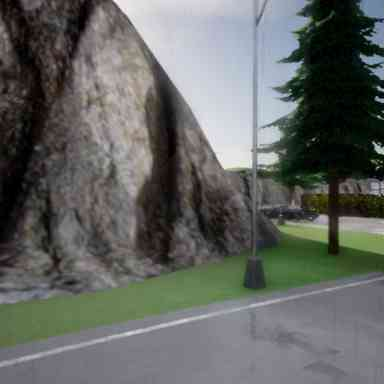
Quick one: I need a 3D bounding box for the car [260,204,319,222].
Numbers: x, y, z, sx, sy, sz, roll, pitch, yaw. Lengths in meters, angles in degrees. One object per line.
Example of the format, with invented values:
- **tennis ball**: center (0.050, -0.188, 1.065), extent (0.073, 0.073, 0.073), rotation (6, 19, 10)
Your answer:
- **car**: center (7.759, 1.645, 26.719), extent (1.895, 1.301, 4.718), rotation (0, 0, -30)
